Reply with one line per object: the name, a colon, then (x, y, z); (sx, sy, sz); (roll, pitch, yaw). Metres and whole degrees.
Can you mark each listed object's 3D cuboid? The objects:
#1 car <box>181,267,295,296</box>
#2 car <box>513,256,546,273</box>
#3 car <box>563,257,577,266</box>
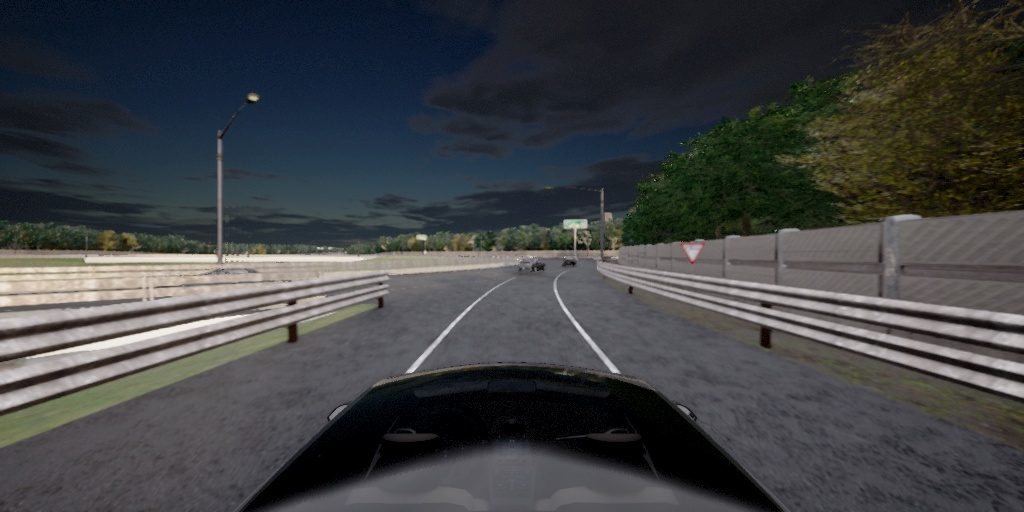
car: (-12.133, 1.202, 16.183); (1.994, 1.385, 4.181); (1, 0, 40)
car: (2.208, 1.021, 38.622); (2.128, 1.511, 4.902); (0, 0, 25)
car: (9.589, 0.898, 59.324); (1.882, 1.535, 5.008); (1, 0, 14)
